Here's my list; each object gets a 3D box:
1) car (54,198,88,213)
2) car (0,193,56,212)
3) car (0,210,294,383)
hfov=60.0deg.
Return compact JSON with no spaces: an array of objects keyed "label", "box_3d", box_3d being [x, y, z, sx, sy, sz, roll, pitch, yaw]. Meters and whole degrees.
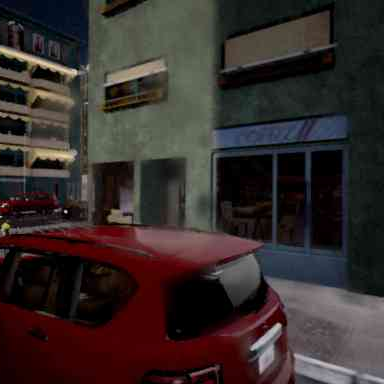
[{"label":"car","box_3d":[-7.358,1.340,24.217,1.947,1.339,4.313,2,2,35]},{"label":"car","box_3d":[-14.188,1.022,29.062,2.192,1.841,5.009,2,2,35]},{"label":"car","box_3d":[-1.390,1.314,3.857,5.009,1.841,2.192,0,0,36]}]
